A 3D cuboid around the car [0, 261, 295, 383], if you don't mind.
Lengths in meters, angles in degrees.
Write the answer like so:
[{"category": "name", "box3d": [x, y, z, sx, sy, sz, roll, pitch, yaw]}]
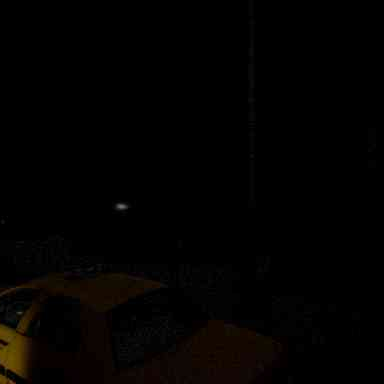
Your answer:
[{"category": "car", "box3d": [-1.369, 1.474, 3.802, 4.829, 1.417, 1.752, 1, 0, 35]}]
